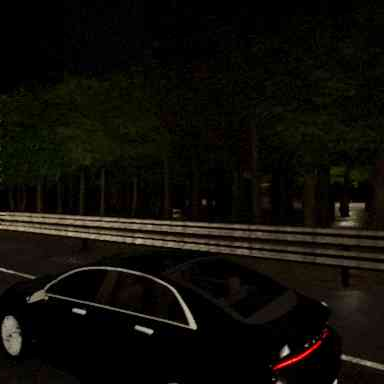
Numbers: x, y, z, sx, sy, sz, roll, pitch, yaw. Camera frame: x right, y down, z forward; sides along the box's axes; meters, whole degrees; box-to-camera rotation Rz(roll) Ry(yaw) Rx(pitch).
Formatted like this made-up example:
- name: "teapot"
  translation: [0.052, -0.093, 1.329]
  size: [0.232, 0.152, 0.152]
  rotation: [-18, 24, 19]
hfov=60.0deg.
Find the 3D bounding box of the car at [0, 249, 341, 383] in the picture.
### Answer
- name: "car"
  translation: [-0.720, 1.538, 4.383]
  size: [4.892, 1.490, 1.837]
  rotation: [-1, 0, 36]
